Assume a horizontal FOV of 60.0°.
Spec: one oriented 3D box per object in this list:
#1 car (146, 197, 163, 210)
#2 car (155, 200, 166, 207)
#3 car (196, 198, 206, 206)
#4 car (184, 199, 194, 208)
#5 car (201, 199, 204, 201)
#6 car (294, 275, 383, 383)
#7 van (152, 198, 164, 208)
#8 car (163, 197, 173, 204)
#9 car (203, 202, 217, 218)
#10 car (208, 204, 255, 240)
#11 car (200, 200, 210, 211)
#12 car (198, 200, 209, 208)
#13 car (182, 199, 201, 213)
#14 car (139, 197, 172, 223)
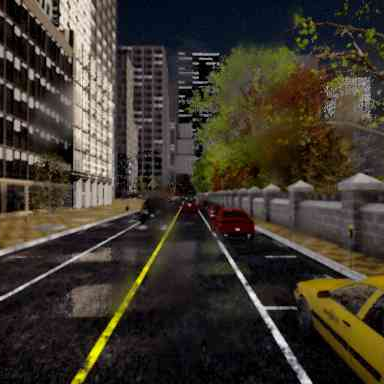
[{"bbox_3d":[-5.939,1.817,53.669,2.192,1.841,5.009,0,-1,-1],"label":"car"},{"bbox_3d":[-6.063,2.183,64.748,1.802,1.307,4.206,0,-1,-1],"label":"car"},{"bbox_3d":[1.901,2.089,70.306,1.967,1.590,4.097,0,-1,-1],"label":"car"},{"bbox_3d":[-0.529,2.050,58.520,1.837,1.490,4.892,0,-1,-1],"label":"car"},{"bbox_3d":[2.149,2.017,48.107,1.947,1.339,4.313,0,-1,-1],"label":"car"},{"bbox_3d":[2.562,1.564,3.890,1.752,1.417,4.829,0,-1,0],"label":"car"},{"bbox_3d":[-6.001,1.893,59.209,1.690,1.788,3.998,0,-1,-1],"label":"van"},{"bbox_3d":[-6.166,2.111,86.912,2.192,1.841,5.009,0,-1,-1],"label":"car"},{"bbox_3d":[2.335,1.879,31.459,1.802,1.307,4.206,0,-1,-1],"label":"car"},{"bbox_3d":[2.151,1.653,18.278,1.882,1.535,5.008,0,-1,-1],"label":"car"},{"bbox_3d":[2.273,1.914,37.009,1.947,1.339,4.313,0,-1,-1],"label":"car"},{"bbox_3d":[2.025,2.133,59.206,1.802,1.307,4.206,0,-1,-1],"label":"car"},{"bbox_3d":[-0.302,1.767,44.198,2.097,1.767,4.553,0,-1,0],"label":"car"},{"bbox_3d":[-3.042,1.489,28.154,2.150,2.045,5.566,0,-1,-1],"label":"car"}]
